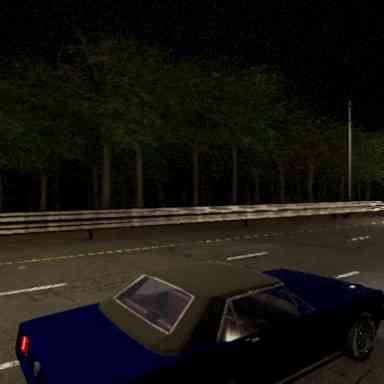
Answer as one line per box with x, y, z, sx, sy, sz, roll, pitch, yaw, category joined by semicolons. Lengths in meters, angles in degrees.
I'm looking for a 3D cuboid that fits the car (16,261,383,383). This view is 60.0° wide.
0.521;1.602;4.240;4.718;1.301;1.895;0;0;-36;car
